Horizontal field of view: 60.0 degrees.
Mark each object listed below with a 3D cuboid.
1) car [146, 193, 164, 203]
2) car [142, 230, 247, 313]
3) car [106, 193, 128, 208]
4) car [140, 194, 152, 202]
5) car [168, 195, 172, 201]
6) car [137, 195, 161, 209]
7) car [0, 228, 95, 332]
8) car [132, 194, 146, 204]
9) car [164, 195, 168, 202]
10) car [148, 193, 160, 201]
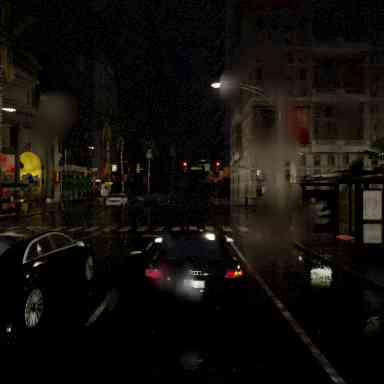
[{"bbox_3d":[-7.133,1.351,64.590,2.097,1.767,4.553,0,0,0],"label":"car"},{"bbox_3d":[0.053,1.564,7.749,1.994,1.385,4.181,0,0,0],"label":"car"},{"bbox_3d":[-10.665,1.221,47.611,2.150,2.045,5.566,0,0,0],"label":"car"},{"bbox_3d":[-10.610,1.355,77.484,2.097,1.767,4.553,0,0,0],"label":"car"},{"bbox_3d":[-6.566,1.478,88.595,1.882,1.535,5.008,0,0,6],"label":"car"},{"bbox_3d":[-5.997,1.564,46.189,1.994,1.385,4.181,0,0,-17],"label":"car"},{"bbox_3d":[-3.452,1.492,6.816,2.128,1.511,4.902,0,0,0],"label":"car"},{"bbox_3d":[-10.617,1.547,65.929,2.033,1.411,5.357,0,0,0],"label":"car"},{"bbox_3d":[-7.109,1.524,76.731,1.812,1.442,4.674,0,0,0],"label":"car"},{"bbox_3d":[-10.057,1.225,88.853,2.150,2.045,5.566,0,0,6],"label":"car"}]
